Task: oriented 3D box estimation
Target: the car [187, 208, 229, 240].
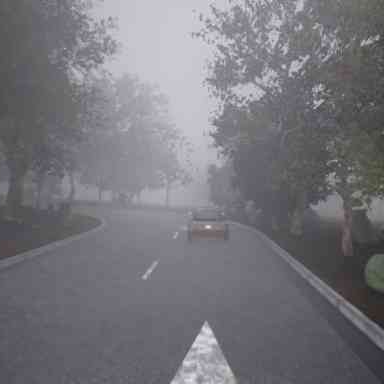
[{"bbox_3d":[0.740,1.525,16.903,1.994,1.385,4.181,1,0,0],"label":"car"}]
